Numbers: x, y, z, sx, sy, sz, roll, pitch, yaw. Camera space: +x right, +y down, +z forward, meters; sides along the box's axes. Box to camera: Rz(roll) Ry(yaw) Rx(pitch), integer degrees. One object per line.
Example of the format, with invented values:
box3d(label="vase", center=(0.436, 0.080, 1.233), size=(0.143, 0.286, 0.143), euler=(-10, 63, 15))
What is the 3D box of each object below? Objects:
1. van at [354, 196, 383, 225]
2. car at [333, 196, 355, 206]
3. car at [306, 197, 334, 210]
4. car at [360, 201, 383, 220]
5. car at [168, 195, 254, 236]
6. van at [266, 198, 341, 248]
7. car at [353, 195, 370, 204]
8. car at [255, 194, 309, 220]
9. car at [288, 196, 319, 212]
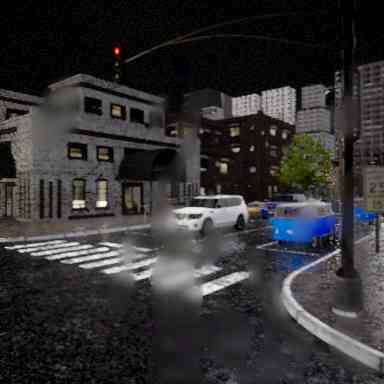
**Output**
box3d(label="van", center=(11.993, 1.282, 23.164), size=(1.690, 1.788, 3.998), euler=(0, 0, 39))
box3d(label="car", center=(22.884, 1.368, 49.901), size=(1.887, 1.381, 4.507), euler=(0, 0, 39))
box3d(label="car", center=(15.929, 1.413, 41.324), size=(1.887, 1.381, 4.507), euler=(0, 0, 39))
box3d(label="car", center=(15.471, 1.461, 27.452), size=(1.887, 1.381, 4.507), euler=(0, 0, 39))
box3d(label="car", center=(1.087, 1.211, 18.906), size=(2.150, 2.045, 5.566), euler=(0, 0, 39))
box3d(label="van", center=(5.037, 1.335, 14.586), size=(1.690, 1.788, 3.998), euler=(0, 0, 39))
box3d(label="car", center=(29.839, 1.325, 58.478), size=(1.887, 1.381, 4.507), euler=(0, 0, 39))
box3d(label="car", center=(7.616, 1.162, 26.951), size=(2.150, 2.045, 5.566), euler=(0, 0, 40))
box3d(label="car", center=(12.451, 1.332, 37.035), size=(1.967, 1.590, 4.097), euler=(0, 0, 39))
